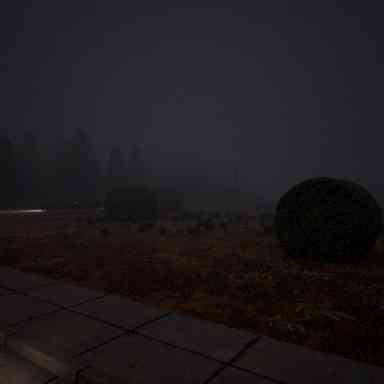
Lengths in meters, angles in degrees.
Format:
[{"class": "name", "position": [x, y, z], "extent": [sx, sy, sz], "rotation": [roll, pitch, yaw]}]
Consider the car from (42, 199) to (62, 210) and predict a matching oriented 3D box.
[{"class": "car", "position": [-16.737, 1.555, 42.309], "extent": [1.994, 1.385, 4.181], "rotation": [0, 0, 37]}]

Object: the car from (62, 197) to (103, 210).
[{"class": "car", "position": [-13.037, 1.346, 41.086], "extent": [2.097, 1.767, 4.553], "rotation": [0, 0, 37]}]
